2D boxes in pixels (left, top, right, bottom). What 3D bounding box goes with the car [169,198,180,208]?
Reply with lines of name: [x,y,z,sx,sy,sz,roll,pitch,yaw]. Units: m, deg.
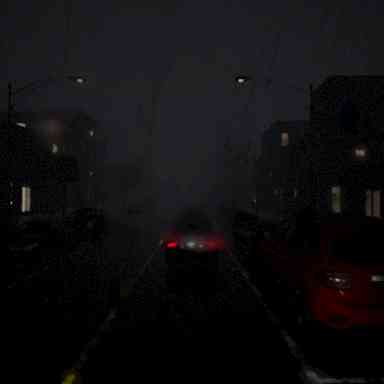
car: [-3.027,1.975,60.478,2.097,1.767,4.553,0,-1,1]

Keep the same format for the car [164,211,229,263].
car: [0.012,1.676,12.546,2.033,1.411,5.357,0,-1,0]

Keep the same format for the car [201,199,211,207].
car: [2.851,2.248,68.112,1.887,1.381,4.507,0,-1,0]

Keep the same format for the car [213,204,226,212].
car: [2.713,1.780,23.109,1.887,1.381,4.507,0,-1,0]

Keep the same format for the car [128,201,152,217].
car: [-5.739,1.892,35.960,1.752,1.417,4.829,1,-1,0]

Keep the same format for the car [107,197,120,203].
car: [-19.967,2.009,81.460,4.507,1.381,1.887,1,-2,0]

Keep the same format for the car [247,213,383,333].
car: [2.702,1.385,6.819,2.192,1.841,5.009,0,-1,0]

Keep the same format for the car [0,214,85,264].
car: [-5.679,1.708,12.353,1.802,1.307,4.206,1,-1,0]

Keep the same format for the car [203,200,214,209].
car: [2.848,2.190,59.110,1.802,1.307,4.206,0,-1,0]

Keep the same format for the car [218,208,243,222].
car: [2.704,1.748,17.882,1.947,1.339,4.313,0,-1,0]

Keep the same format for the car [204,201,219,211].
car: [2.845,2.079,50.110,1.947,1.339,4.313,0,-1,0]

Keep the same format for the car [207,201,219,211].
car: [2.770,1.875,34.345,1.752,1.417,4.829,0,-1,0]

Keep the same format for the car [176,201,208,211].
car: [0.029,1.783,28.520,2.128,1.511,4.902,0,0,0]

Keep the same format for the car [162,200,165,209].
car: [-5.791,2.037,58.014,1.967,1.590,4.097,0,-1,0]

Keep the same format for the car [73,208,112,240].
car: [-5.675,1.622,17.888,1.967,1.590,4.097,1,-1,0]

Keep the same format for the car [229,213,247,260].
car: [2.702,1.692,12.349,1.947,1.339,4.313,0,-1,0]

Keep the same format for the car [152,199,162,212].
car: [-5.789,2.034,47.195,2.008,1.369,4.403,0,-1,0]
